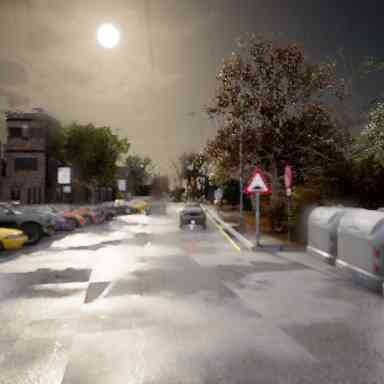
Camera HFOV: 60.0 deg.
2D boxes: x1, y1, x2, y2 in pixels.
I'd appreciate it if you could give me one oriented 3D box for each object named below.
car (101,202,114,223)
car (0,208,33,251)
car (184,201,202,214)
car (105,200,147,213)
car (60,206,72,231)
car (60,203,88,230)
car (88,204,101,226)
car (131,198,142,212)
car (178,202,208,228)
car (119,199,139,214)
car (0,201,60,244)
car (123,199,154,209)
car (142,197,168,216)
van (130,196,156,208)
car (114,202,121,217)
[{"bbox_3d":[-9.183,1.795,27.332,4.792,1.488,2.163,-1,-1,-20],"label":"car"},{"bbox_3d":[-9.115,1.599,12.379,5.366,1.575,1.946,-1,-1,-20],"label":"car"},{"bbox_3d":[0.087,1.947,42.167,2.128,1.511,4.902,0,-1,0],"label":"car"},{"bbox_3d":[-8.995,1.976,45.389,5.366,1.575,1.946,-1,-1,-20],"label":"car"},{"bbox_3d":[-9.251,1.706,18.315,4.674,1.452,2.002,-1,0,-20],"label":"car"},{"bbox_3d":[-9.272,1.574,21.313,4.553,1.767,2.185,-1,-1,-20],"label":"car"},{"bbox_3d":[-9.257,1.607,24.314,4.553,1.767,2.185,-1,-1,-20],"label":"car"},{"bbox_3d":[-8.996,1.940,42.388,5.366,1.575,1.946,-1,-1,-20],"label":"car"},{"bbox_3d":[0.063,1.753,24.367,1.837,1.490,4.892,0,0,0],"label":"car"},{"bbox_3d":[-9.183,1.910,39.324,4.892,1.521,2.231,-1,-1,-20],"label":"car"},{"bbox_3d":[-9.262,1.384,15.340,5.566,2.045,2.435,-1,-1,-20],"label":"car"},{"bbox_3d":[-9.202,2.085,57.343,5.008,1.535,2.097,-1,0,-20],"label":"car"},{"bbox_3d":[-3.970,1.751,37.366,2.097,1.767,4.553,0,-1,0],"label":"car"},{"bbox_3d":[-9.344,1.854,63.291,4.442,1.987,1.878,-1,0,-20],"label":"van"},{"bbox_3d":[-9.201,1.841,30.323,4.674,1.452,2.002,-1,-1,-20],"label":"car"}]
